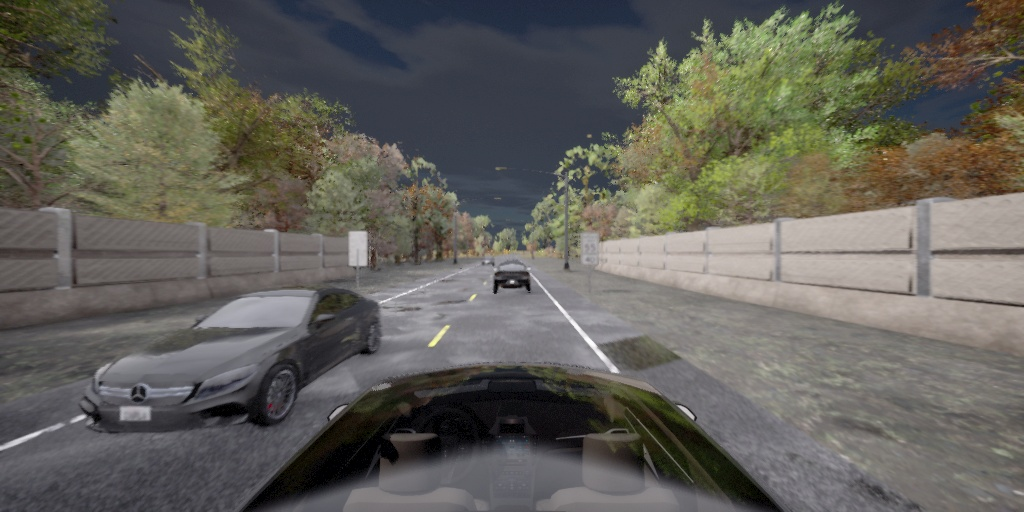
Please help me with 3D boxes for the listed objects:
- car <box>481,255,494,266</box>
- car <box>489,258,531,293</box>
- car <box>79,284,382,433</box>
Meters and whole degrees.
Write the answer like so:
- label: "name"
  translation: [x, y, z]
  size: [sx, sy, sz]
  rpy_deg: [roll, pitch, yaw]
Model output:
- label: "car"
  translation: [-3.522, 0.660, 53.272]
  size: [2.128, 1.511, 4.902]
  rpy_deg: [0, 1, 1]
- label: "car"
  translation: [0.011, 1.034, 19.271]
  size: [1.882, 1.535, 5.008]
  rpy_deg: [-1, 0, 0]
- label: "car"
  translation: [-3.598, 1.232, 5.752]
  size: [1.812, 1.442, 4.674]
  rpy_deg: [0, 0, 0]
